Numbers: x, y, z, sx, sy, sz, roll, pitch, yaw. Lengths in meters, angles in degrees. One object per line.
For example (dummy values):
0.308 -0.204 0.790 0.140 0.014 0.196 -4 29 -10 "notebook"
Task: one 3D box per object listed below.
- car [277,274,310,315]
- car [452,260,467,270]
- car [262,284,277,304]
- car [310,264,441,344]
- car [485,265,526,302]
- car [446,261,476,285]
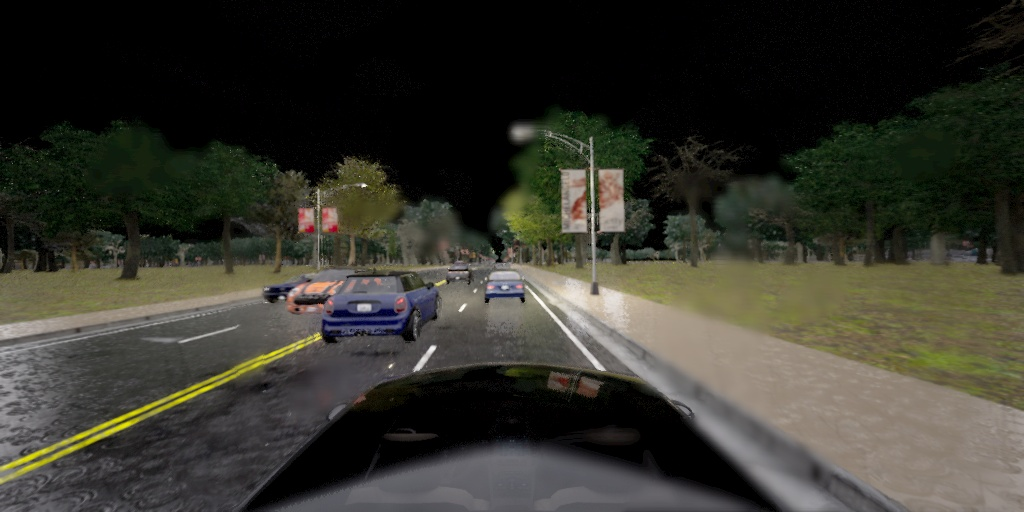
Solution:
-6.950 1.246 14.542 2.097 1.767 4.553 -1 0 -2 "car"
-8.205 1.435 56.387 1.812 1.442 4.674 -1 0 -2 "car"
-10.316 1.564 18.196 1.895 1.301 4.718 -1 0 -2 "car"
-3.355 1.174 10.107 2.097 1.767 4.553 -1 0 -2 "car"
-0.348 1.335 17.180 2.033 1.411 5.357 -1 0 -2 "car"
-3.927 1.377 27.814 2.128 1.511 4.902 -1 0 -2 "car"
